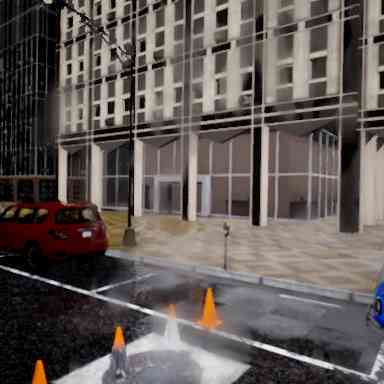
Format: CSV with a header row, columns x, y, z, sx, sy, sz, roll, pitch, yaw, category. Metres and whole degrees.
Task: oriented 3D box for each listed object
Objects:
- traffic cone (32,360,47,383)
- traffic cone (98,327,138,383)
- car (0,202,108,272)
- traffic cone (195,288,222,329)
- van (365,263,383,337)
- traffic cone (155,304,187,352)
x,y,z,sx,sy,sz,roll,pitch,yaw,category
-1.477,1.928,3.213,0.340,0.580,0.340,1,0,36,traffic cone
-0.888,1.929,4.021,0.340,0.580,0.340,1,0,36,traffic cone
-4.814,1.222,10.542,5.009,1.841,2.192,1,1,36,car
0.290,1.931,5.637,0.340,0.580,0.340,1,0,36,traffic cone
4.371,1.361,3.845,3.998,1.788,1.690,1,1,36,van
-0.299,1.930,4.829,0.340,0.580,0.340,1,0,36,traffic cone
